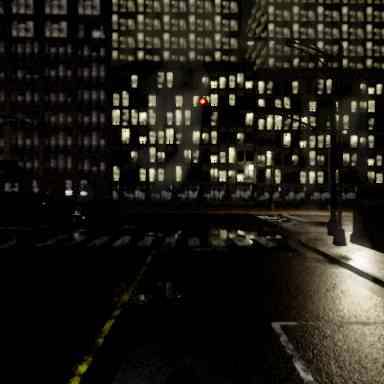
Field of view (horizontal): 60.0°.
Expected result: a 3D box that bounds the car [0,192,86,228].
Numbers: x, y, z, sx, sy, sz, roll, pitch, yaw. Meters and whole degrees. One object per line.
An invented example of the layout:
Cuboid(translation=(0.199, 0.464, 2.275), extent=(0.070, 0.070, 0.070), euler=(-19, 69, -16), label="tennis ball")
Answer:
Cuboid(translation=(-9.178, 1.065, 19.599), extent=(5.566, 2.045, 2.150), euler=(2, 0, -1), label="car")
